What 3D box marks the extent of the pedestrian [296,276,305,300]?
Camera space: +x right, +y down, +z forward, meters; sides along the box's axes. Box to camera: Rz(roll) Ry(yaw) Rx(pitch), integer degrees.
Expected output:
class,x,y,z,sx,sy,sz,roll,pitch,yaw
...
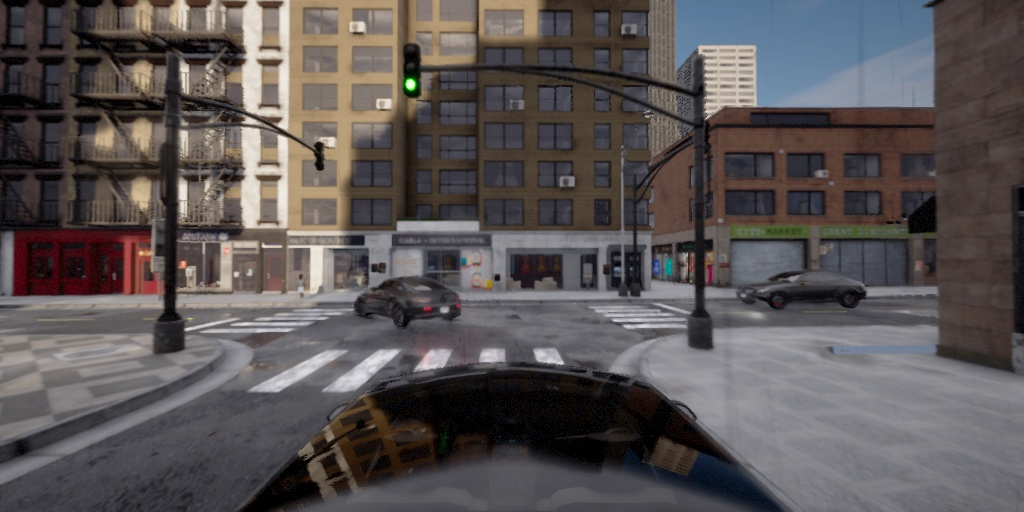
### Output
class,x,y,z,sx,sy,sz,roll,pitch,yaw
pedestrian,-10.160,1.158,17.287,0.375,1.860,0.375,0,0,-1

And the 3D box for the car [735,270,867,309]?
class,x,y,z,sx,sy,sz,roll,pitch,yaw
car,11.621,1.308,14.528,4.674,1.442,1.812,-1,-1,-2

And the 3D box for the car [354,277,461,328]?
class,x,y,z,sx,sy,sz,roll,pitch,yaw
car,-3.531,1.408,11.915,1.812,1.442,4.674,2,-2,-44
